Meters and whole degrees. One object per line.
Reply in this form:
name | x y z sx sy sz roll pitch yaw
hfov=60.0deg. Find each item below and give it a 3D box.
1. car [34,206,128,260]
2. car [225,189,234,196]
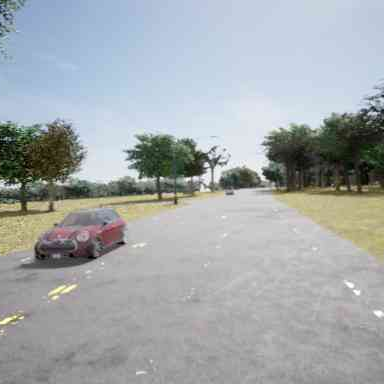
car | -4.180 1.505 13.190 2.097 1.767 4.553 -2 0 8
car | 9.488 0.100 83.719 1.882 1.535 5.008 -3 2 12
